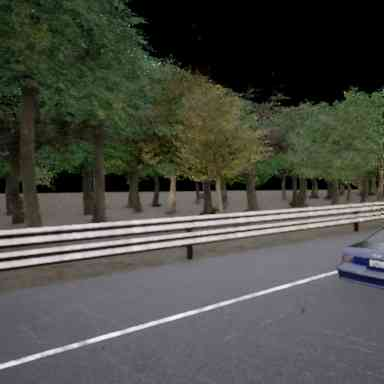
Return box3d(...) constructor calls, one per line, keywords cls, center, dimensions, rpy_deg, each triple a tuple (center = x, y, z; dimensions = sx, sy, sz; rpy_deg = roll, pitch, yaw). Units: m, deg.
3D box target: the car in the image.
box3d(cls="car", center=(5.621, 1.384, 7.855), dimensions=(5.357, 1.411, 2.033), rpy_deg=(-1, 1, -35))
